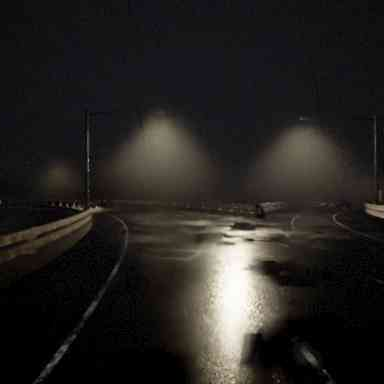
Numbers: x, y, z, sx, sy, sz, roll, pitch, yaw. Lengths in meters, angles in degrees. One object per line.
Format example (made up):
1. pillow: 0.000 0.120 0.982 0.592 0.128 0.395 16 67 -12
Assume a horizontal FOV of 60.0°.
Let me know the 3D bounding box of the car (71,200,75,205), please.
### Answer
1. car: -25.780 2.400 73.724 1.994 1.385 4.181 0 -1 -43

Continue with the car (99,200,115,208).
1. car: -15.784 2.173 61.138 2.128 1.511 4.902 0 -1 -34

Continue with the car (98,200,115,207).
1. car: -18.020 2.326 70.052 1.994 1.385 4.181 0 -1 -40

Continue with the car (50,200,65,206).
1. car: -29.283 2.399 72.351 4.181 1.385 1.994 -1 -1 44

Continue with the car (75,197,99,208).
1. car: -18.854 2.181 59.435 1.837 1.490 4.892 0 -1 -34

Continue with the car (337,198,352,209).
1. car: 28.940 2.196 63.054 2.150 2.045 5.566 -1 -3 32
